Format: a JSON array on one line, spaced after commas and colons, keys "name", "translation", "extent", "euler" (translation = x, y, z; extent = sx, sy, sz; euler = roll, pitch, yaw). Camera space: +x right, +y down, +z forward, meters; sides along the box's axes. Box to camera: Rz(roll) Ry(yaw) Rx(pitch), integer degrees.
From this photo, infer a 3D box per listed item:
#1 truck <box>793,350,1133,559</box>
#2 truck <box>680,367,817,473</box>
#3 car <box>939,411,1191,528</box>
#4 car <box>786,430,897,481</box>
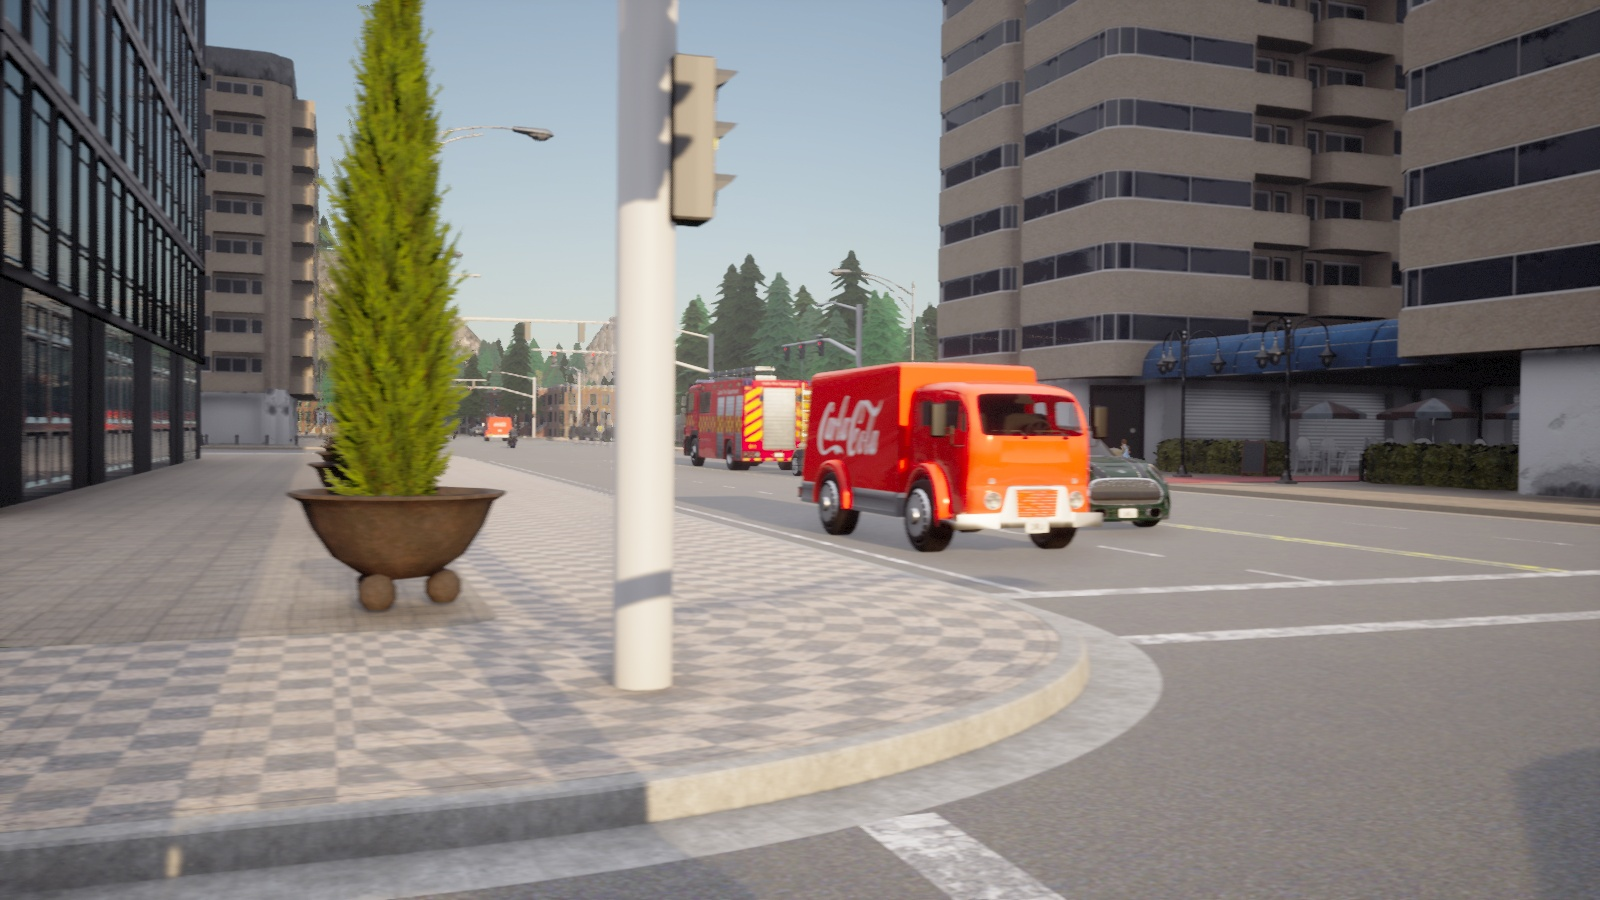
[{"name": "truck", "translation": [2.033, 0.001, 17.727], "extent": [2.627, 2.467, 5.204], "euler": [-1, 1, -20]}, {"name": "truck", "translation": [-2.231, -1.148, 49.526], "extent": [2.891, 3.827, 8.468], "euler": [-1, 1, -20]}, {"name": "car", "translation": [4.368, 0.259, 21.528], "extent": [2.097, 1.767, 4.553], "euler": [-1, 1, -20]}, {"name": "car", "translation": [1.239, 0.136, 40.157], "extent": [1.837, 1.490, 4.892], "euler": [-1, 1, -20]}]
